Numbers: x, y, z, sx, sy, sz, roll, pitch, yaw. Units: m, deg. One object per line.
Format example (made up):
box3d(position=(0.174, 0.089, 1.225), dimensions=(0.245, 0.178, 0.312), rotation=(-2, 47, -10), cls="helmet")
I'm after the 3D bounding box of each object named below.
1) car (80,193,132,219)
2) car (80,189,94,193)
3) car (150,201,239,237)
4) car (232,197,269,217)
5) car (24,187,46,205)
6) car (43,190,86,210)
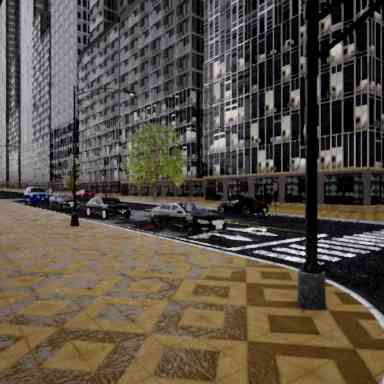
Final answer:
box3d(position=(-6.143, 1.093, 24.184), dimensions=(1.837, 1.490, 4.892), rotation=(0, 1, -38), cls="car")
box3d(position=(-17.770, 0.343, 55.185), dimensions=(2.097, 1.767, 4.553), rotation=(0, 1, -39), cls="car")
box3d(position=(-0.301, 1.252, 16.751), dimensions=(2.128, 1.511, 4.902), rotation=(0, 1, -38), cls="car")
box3d(position=(4.129, 1.170, 27.159), dimensions=(1.812, 1.442, 4.674), rotation=(0, 1, -38), cls="car")
box3d(position=(-18.896, 0.429, 40.549), dimensions=(2.150, 2.045, 5.566), rotation=(0, 1, -38), cls="car")
box3d(position=(-12.378, 0.895, 32.143), dimensions=(2.128, 1.511, 4.902), rotation=(0, 1, -38), cls="car")
